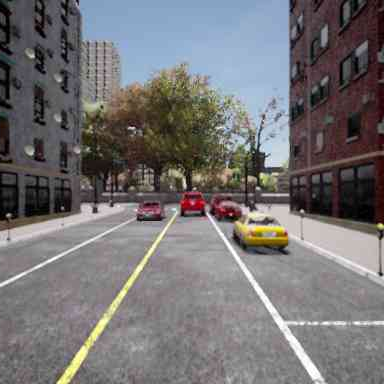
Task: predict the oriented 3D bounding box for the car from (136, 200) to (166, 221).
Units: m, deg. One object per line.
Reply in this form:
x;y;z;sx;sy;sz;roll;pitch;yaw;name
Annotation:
-3.062;1.368;25.456;1.812;1.442;4.674;0;0;0;car

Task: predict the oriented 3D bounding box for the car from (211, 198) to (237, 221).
2.692;1.389;25.159;1.887;1.381;4.507;1;0;0;car

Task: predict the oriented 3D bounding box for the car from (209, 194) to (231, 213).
2.693;1.124;30.853;2.192;1.841;5.009;1;0;0;car

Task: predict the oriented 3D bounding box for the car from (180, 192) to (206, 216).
0.077;1.036;30.124;2.150;2.045;5.566;0;0;0;car

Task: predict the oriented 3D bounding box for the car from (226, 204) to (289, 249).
2.697;1.438;13.935;1.752;1.417;4.829;1;0;0;car
